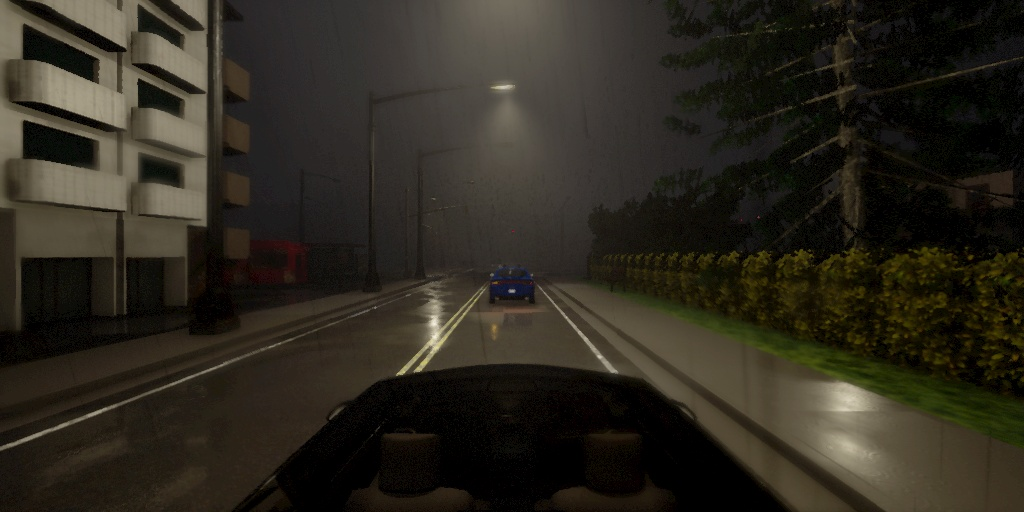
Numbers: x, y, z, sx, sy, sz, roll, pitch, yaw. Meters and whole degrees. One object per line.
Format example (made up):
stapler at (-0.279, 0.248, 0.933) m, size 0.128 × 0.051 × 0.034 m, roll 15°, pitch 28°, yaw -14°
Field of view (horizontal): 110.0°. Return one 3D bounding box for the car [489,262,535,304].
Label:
car at (0.000, 1.234, 16.500) m, size 1.882 × 1.535 × 5.008 m, roll 0°, pitch 0°, yaw 0°

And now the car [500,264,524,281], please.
car at (0.000, 1.365, 31.530) m, size 1.895 × 1.301 × 4.718 m, roll 0°, pitch 0°, yaw 0°
